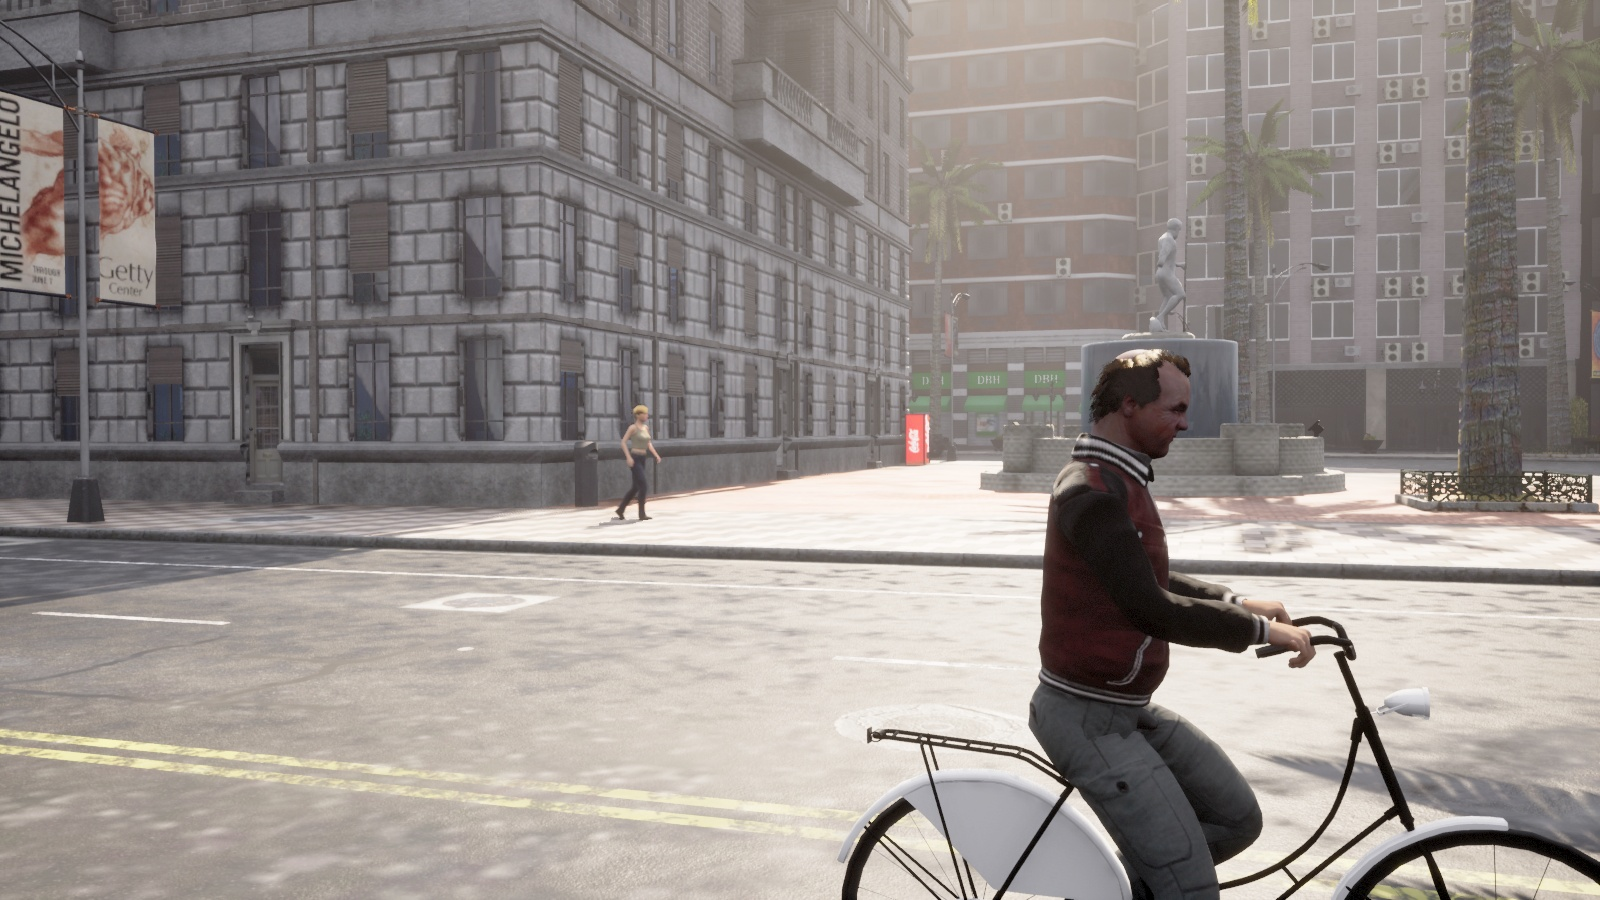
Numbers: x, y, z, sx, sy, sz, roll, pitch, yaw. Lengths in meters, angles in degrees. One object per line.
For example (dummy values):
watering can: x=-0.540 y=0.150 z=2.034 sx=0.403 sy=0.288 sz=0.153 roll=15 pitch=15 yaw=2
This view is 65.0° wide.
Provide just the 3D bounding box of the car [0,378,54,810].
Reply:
car: x=-5.684 y=0.582 z=5.087 sx=4.553 sy=1.767 sz=2.097 roll=1 pitch=1 yaw=18

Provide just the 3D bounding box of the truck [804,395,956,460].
truck: x=4.432 y=-1.258 z=69.888 sx=7.936 sy=3.462 sz=2.891 roll=1 pitch=1 yaw=22

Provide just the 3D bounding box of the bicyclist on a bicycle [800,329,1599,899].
bicyclist on a bicycle: x=0.978 y=0.655 z=2.875 sx=1.843 sy=1.776 sz=0.659 roll=0 pitch=1 yaw=19

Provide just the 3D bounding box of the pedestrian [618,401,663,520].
pedestrian: x=-2.498 y=0.159 z=19.682 sx=0.594 sy=1.836 sz=0.345 roll=1 pitch=1 yaw=24
